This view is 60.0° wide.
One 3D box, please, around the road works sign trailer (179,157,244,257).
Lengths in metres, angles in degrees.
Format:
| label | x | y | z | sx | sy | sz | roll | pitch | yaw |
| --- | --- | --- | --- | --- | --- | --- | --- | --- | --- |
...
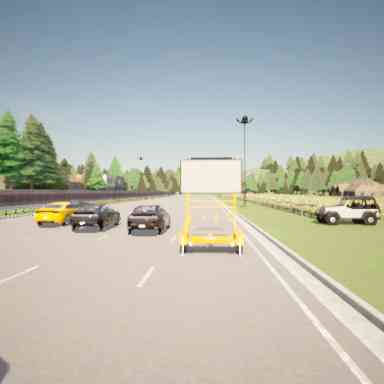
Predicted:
| label | x | y | z | sx | sy | sz | roll | pitch | yaw |
| --- | --- | --- | --- | --- | --- | --- | --- | --- | --- |
| road works sign trailer | 0.741 | 0.460 | 12.975 | 2.380 | 3.560 | 2.880 | 0 | 0 | 3 |

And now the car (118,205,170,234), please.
| label | x | y | z | sx | sy | sz | roll | pitch | yaw |
| --- | --- | --- | --- | --- | --- | --- | --- | --- | --- |
| car | -2.371 | 1.484 | 18.990 | 2.128 | 1.511 | 4.902 | 0 | 0 | 3 |

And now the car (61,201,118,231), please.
| label | x | y | z | sx | sy | sz | roll | pitch | yaw |
| --- | --- | --- | --- | --- | --- | --- | --- | --- | --- |
| car | -5.805 | 1.485 | 20.427 | 2.128 | 1.511 | 4.902 | 0 | 0 | 3 |

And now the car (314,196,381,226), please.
| label | x | y | z | sx | sy | sz | roll | pitch | yaw |
| --- | --- | --- | --- | --- | --- | --- | --- | --- | --- |
| car | 10.089 | 1.206 | 21.537 | 3.866 | 1.878 | 1.905 | 0 | 0 | 3 |

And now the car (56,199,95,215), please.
| label | x | y | z | sx | sy | sz | roll | pitch | yaw |
| --- | --- | --- | --- | --- | --- | --- | --- | --- | --- |
| car | -12.106 | 1.536 | 34.989 | 2.033 | 1.411 | 5.357 | 0 | 0 | 3 |

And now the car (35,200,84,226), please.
| label | x | y | z | sx | sy | sz | roll | pitch | yaw |
| --- | --- | --- | --- | --- | --- | --- | --- | --- | --- |
| car | -9.157 | 1.470 | 23.537 | 1.882 | 1.535 | 5.008 | 0 | 0 | 3 |
